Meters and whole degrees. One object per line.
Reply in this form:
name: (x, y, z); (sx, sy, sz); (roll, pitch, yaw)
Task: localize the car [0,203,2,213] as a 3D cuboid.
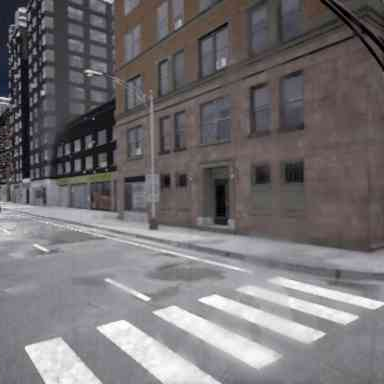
car: (-22.025, 1.515, 36.123); (1.882, 1.535, 5.008); (-1, 0, -38)
